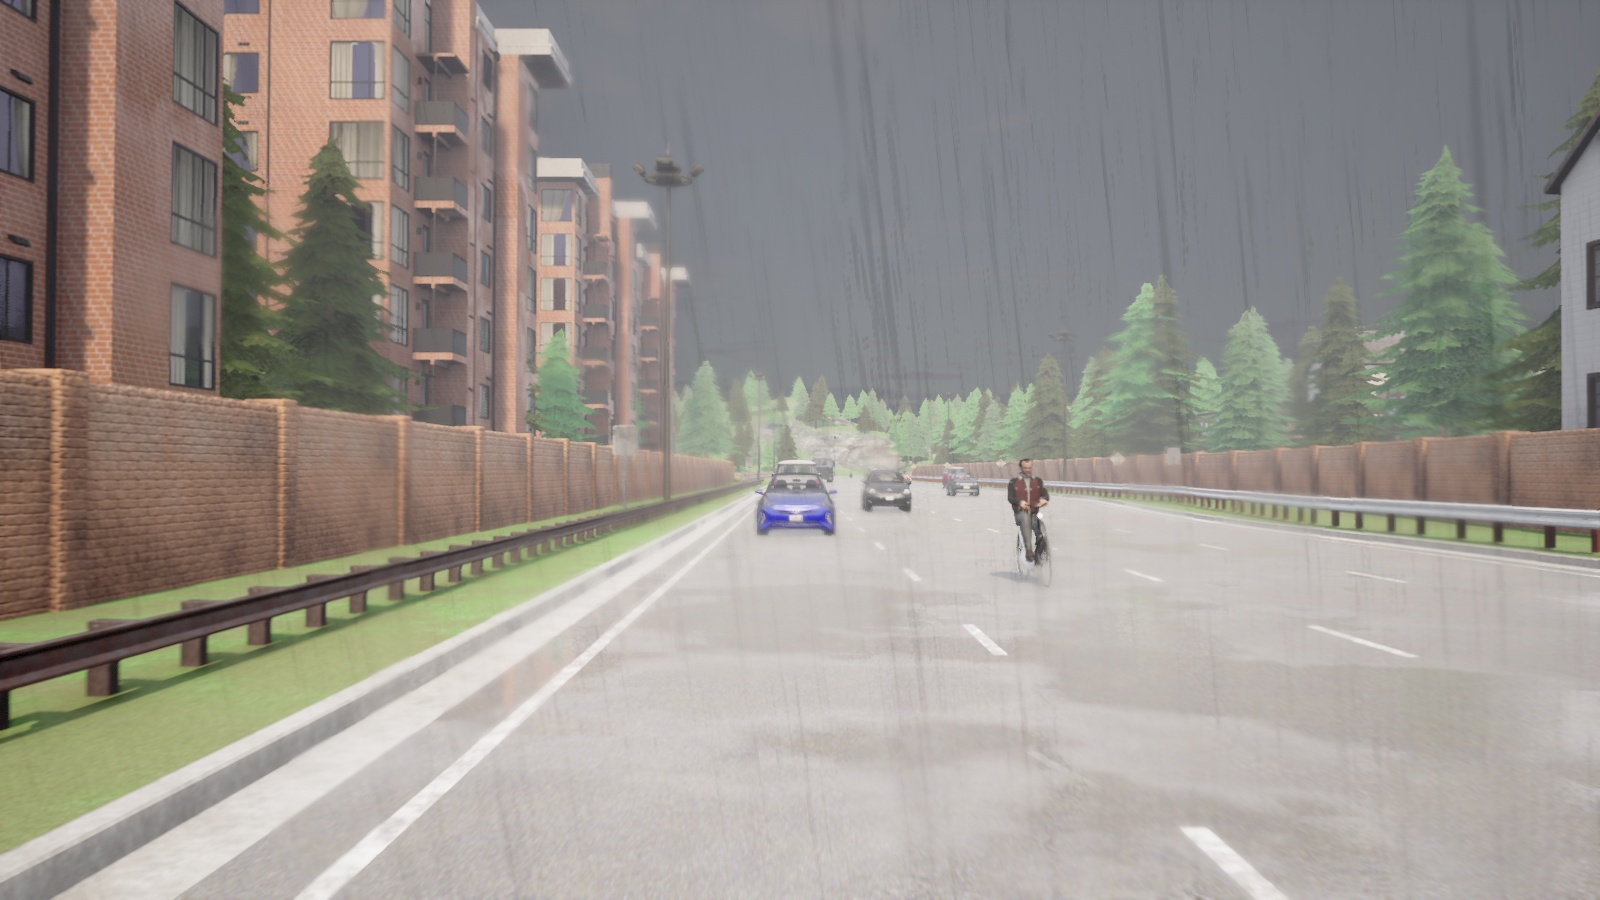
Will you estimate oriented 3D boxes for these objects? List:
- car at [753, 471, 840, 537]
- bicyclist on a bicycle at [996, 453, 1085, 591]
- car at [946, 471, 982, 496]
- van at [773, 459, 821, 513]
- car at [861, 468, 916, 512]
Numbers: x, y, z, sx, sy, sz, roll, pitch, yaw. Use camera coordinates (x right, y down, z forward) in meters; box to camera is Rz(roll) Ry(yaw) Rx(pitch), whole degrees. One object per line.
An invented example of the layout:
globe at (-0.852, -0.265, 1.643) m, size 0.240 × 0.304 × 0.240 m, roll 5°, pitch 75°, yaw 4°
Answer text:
car at (-0.076, 1.286, 31.303) m, size 2.007 × 1.525 × 4.514 m, roll 0°, pitch -1°, yaw 0°
bicyclist on a bicycle at (3.293, 0.963, 17.365) m, size 0.659 × 1.776 × 1.843 m, roll -3°, pitch -1°, yaw -4°
car at (10.308, 2.076, 79.120) m, size 1.789 × 1.549 × 3.705 m, roll 0°, pitch -1°, yaw 0°
van at (-0.120, 1.385, 48.820) m, size 1.775 × 1.987 × 4.442 m, roll 0°, pitch -1°, yaw 0°
car at (3.381, 1.514, 48.669) m, size 1.851 × 1.617 × 3.988 m, roll 0°, pitch -1°, yaw 0°
